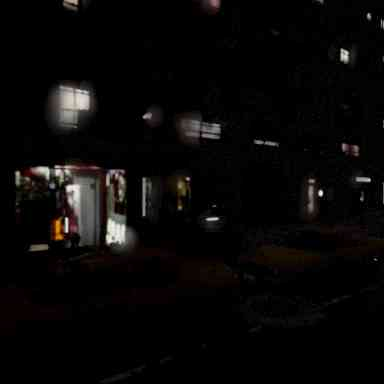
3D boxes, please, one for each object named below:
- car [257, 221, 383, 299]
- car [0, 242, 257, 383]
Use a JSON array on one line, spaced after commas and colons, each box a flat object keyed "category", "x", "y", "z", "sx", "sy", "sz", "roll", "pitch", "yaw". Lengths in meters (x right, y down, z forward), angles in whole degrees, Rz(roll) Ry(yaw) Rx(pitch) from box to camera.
[{"category": "car", "x": 3.138, "y": 1.446, "z": 8.296, "sx": 4.829, "sy": 1.417, "sz": 1.752, "roll": -1, "pitch": 1, "yaw": -35}, {"category": "car", "x": -1.399, "y": 1.507, "z": 5.075, "sx": 4.829, "sy": 1.417, "sz": 1.752, "roll": -1, "pitch": 1, "yaw": -35}]
